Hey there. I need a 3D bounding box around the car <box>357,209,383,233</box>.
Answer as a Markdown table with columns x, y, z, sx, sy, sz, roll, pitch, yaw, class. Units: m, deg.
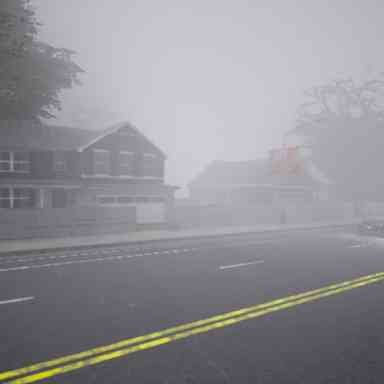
| x | y | z | sx | sy | sz | roll | pitch | yaw | class |
| --- | --- | --- | --- | --- | --- | --- | --- | --- | --- |
| 11.941 | 1.777 | 20.190 | 4.674 | 1.442 | 1.812 | 1 | 0 | -35 | car |
